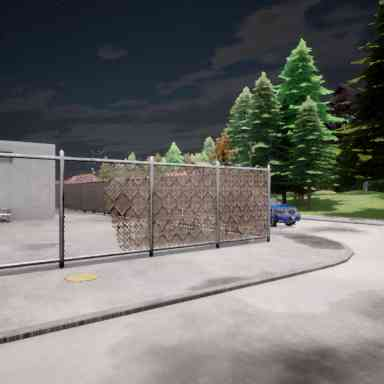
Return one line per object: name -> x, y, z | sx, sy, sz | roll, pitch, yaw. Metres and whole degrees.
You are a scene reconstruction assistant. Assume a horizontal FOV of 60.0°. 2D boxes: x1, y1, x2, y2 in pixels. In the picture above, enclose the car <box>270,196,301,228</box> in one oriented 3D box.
car -> 4.616, 1.221, 22.648 | 2.150, 2.045, 5.566 | 0, 0, -35
